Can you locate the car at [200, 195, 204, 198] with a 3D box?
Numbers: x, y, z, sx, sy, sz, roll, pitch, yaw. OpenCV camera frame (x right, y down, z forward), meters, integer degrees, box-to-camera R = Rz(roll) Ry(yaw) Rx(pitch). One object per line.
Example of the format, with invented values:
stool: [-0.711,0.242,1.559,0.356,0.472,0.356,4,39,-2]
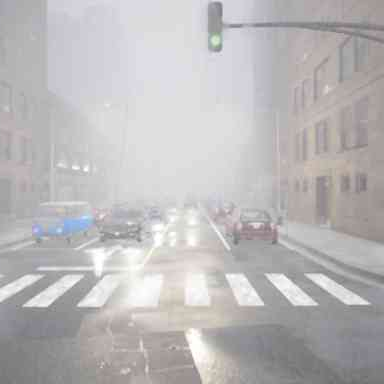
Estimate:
car: [2.495,1.527,49.525,2.008,1.369,4.403,0,0,0]

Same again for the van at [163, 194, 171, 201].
van: [-6.157,1.294,83.495,1.690,1.788,3.998,0,0,0]

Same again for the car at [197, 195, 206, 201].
car: [2.369,1.498,83.540,2.008,1.369,4.403,0,0,0]

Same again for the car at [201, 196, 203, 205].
car: [2.515,1.505,44.026,1.752,1.417,4.829,0,0,0]

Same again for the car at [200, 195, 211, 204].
car: [2.453,1.407,60.864,1.967,1.590,4.097,0,0,0]

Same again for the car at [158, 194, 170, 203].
car: [-6.115,1.278,72.159,2.192,1.841,5.009,0,0,0]

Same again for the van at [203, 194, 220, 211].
van: [2.536,1.325,38.187,1.690,1.788,3.998,0,0,0]

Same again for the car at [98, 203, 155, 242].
car: [-3.141,1.501,16.329,1.837,1.490,4.892,0,0,0]

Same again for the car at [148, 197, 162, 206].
car: [-6.052,1.522,55.154,1.887,1.381,4.507,0,0,0]

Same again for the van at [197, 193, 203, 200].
van: [2.327,1.271,94.880,1.690,1.788,3.998,0,0,0]

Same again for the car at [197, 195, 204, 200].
car: [2.349,1.522,89.210,1.802,1.307,4.206,0,0,0]

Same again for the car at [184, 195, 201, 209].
car: [-0.158,1.544,45.893,1.994,1.385,4.181,0,0,0]

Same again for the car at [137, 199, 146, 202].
car: [-5.968,1.574,32.481,1.802,1.307,4.206,0,0,0]

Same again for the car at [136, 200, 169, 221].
car: [-3.179,1.593,27.277,1.895,1.301,4.718,0,0,0]

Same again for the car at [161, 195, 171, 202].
car: [-6.135,1.509,77.827,2.008,1.369,4.403,0,0,0]

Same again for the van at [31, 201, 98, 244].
van: [-5.906,1.340,15.476,1.690,1.788,3.998,0,0,0]

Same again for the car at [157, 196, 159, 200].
car: [-6.031,1.548,49.486,1.947,1.339,4.313,0,0,0]

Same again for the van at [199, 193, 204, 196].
van: [2.473,1.313,55.195,1.690,1.788,3.998,0,0,0]

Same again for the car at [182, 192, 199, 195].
car: [-0.196,1.193,55.926,2.150,2.045,5.566,0,0,0]

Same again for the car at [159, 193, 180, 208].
car: [-3.188,1.332,47.929,2.097,1.767,4.553,0,0,0]

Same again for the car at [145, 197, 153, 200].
car: [-5.989,1.555,38.150,1.947,1.339,4.313,0,0,0]

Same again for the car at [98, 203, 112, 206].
car: [-5.927,1.437,21.145,1.967,1.590,4.097,0,0,0]

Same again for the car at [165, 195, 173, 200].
car: [-6.176,1.471,88.994,1.752,1.417,4.829,0,0,0]

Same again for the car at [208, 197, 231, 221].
car: [2.578,1.429,26.848,1.967,1.590,4.097,0,0,0]

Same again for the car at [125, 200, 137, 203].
car: [-5.947,1.560,26.813,1.947,1.339,4.313,0,0,0]

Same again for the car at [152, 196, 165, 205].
car: [-6.072,1.498,60.653,1.752,1.417,4.829,0,0,0]

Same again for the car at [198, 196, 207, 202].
car: [2.390,1.518,77.872,1.947,1.339,4.313,0,0,0]

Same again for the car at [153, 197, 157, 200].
car: [-6.009,1.511,43.648,1.752,1.417,4.829,0,0,0]

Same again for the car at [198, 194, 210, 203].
car: [2.431,1.277,66.533,2.192,1.841,5.009,0,0,0]

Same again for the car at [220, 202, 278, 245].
car: [2.620,1.433,15.510,1.967,1.590,4.097,0,0,0]

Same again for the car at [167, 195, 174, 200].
car: [-6.197,1.462,94.663,1.752,1.417,4.829,0,0,0]
